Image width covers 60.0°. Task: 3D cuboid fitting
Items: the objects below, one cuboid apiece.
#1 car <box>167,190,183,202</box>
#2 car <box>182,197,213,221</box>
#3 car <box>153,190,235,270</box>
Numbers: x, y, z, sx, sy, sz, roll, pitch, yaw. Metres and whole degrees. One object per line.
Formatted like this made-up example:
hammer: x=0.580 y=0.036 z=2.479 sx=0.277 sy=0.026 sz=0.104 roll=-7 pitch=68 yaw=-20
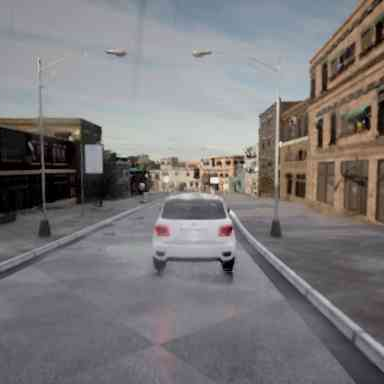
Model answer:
car: x=-2.616 y=0.563 z=51.432 sx=2.097 sy=1.767 sz=4.553 roll=0 pitch=1 yaw=1
car: x=0.490 y=1.170 z=24.908 sx=2.033 sy=1.411 sz=5.357 roll=0 pitch=1 yaw=3
car: x=0.082 y=1.061 z=10.618 sx=2.150 sy=2.045 sz=5.566 roll=0 pitch=1 yaw=1
